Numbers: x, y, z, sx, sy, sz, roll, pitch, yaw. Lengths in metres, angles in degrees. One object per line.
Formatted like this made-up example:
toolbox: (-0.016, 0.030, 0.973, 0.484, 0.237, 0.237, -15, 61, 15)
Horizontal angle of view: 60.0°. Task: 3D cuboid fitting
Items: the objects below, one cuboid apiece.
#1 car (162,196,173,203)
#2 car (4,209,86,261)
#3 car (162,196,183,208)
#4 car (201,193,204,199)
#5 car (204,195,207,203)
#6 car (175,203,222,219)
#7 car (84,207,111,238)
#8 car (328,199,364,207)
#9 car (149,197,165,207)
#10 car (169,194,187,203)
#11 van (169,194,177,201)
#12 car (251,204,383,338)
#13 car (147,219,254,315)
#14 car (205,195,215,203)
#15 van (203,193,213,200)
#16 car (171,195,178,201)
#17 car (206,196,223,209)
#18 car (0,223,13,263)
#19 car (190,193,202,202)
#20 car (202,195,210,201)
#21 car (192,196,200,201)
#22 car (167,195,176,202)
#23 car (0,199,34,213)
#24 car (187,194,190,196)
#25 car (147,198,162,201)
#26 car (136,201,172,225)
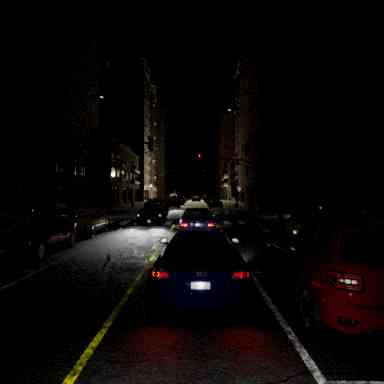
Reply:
car: (-4.994, 1.589, 67.626, 1.802, 1.307, 4.206, 1, 0, 1)
car: (-5.702, 1.545, 12.294, 1.887, 1.381, 4.507, 1, 0, 1)
car: (-2.538, 1.604, 44.422, 1.895, 1.301, 4.718, 0, 0, 1)
car: (3.533, 1.323, 67.509, 2.192, 1.841, 5.009, 1, 0, 1)
car: (3.385, 1.587, 56.164, 1.802, 1.307, 4.206, 1, 0, 1)
car: (0.270, 1.548, 17.741, 2.033, 1.411, 5.357, 0, 0, 0)
car: (-5.632, 1.526, 17.748, 1.752, 1.417, 4.829, 1, 0, 1)
car: (13.991, 1.497, 31.884, 4.553, 1.767, 2.097, 0, -1, 1)
car: (-5.212, 1.548, 50.608, 1.887, 1.381, 4.507, 1, 0, 1)
car: (-2.382, 1.356, 55.715, 2.097, 1.767, 4.553, 0, 0, 1)
van: (-4.775, 1.356, 84.643, 1.690, 1.788, 3.998, 1, 0, 1)
car: (2.754, 1.315, 6.552, 2.192, 1.841, 5.009, 1, 0, 1)
car: (0.176, 1.564, 7.678, 1.994, 1.385, 4.181, 0, 0, 1)
car: (3.313, 1.585, 50.491, 1.802, 1.307, 4.206, 1, 0, 1)
van: (3.460, 1.347, 61.837, 1.690, 1.788, 3.998, 1, 0, 1)
car: (-4.704, 1.599, 90.315, 1.802, 1.307, 4.206, 1, 0, 1)
car: (3.240, 1.585, 44.818, 1.802, 1.307, 4.206, 1, 0, 1)
car: (-5.776, 1.525, 6.500, 1.752, 1.417, 4.829, 1, 0, 1)
car: (0.953, 1.551, 74.194, 2.033, 1.411, 5.357, 0, 0, 1)
car: (3.820, 1.583, 90.201, 1.947, 1.339, 4.313, 1, 0, 1)
car: (1.078, 1.610, 84.893, 1.895, 1.301, 4.718, 0, 0, 1)
car: (-4.848, 1.452, 78.970, 1.967, 1.590, 4.097, 1, 0, 1)
car: (-16.422, 1.336, 29.240, 4.902, 1.511, 2.128, 1, -1, 1)
car: (-2.128, 1.556, 69.121, 2.033, 1.411, 5.357, 0, 0, 1)
car: (-5.284, 1.547, 44.936, 1.887, 1.381, 4.507, 1, 0, 1)
car: (-2.790, 1.582, 24.010, 1.895, 1.301, 4.718, 0, 1, 1)
